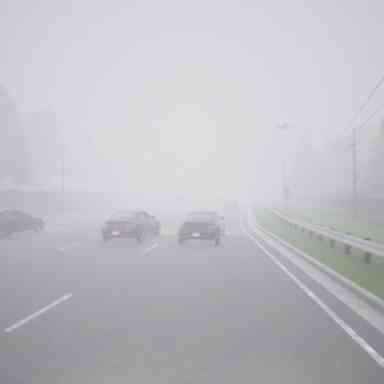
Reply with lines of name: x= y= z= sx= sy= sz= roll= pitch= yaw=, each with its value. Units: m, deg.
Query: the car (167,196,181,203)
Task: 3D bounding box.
car: x=-4.043 y=1.720 z=76.331 sx=2.033 sy=1.411 sz=5.357 roll=0 pitch=0 yaw=9

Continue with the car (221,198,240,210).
car: x=5.652 y=1.828 z=47.773 sx=1.895 sy=1.301 sz=4.718 roll=0 pitch=0 yaw=9

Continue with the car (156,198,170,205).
car: x=-5.695 y=1.846 z=66.042 sx=2.033 sy=1.411 sz=5.357 roll=0 pitch=0 yaw=9

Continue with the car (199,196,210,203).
car: x=2.868 y=1.660 z=75.222 sx=1.882 sy=1.535 sz=5.008 roll=0 pitch=0 yaw=9

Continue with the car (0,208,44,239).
car: x=-9.832 y=1.597 z=17.654 sx=1.812 sy=1.442 sz=4.674 roll=0 pitch=0 yaw=9

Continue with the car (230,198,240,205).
car: x=9.155 y=1.929 z=70.218 sx=1.895 sy=1.301 sz=4.718 roll=0 pitch=0 yaw=9

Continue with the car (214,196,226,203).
car: x=6.324 y=1.709 z=74.667 sx=2.128 sy=1.511 sz=4.902 roll=0 pitch=0 yaw=9

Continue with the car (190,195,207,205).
car: x=1.282 y=1.828 z=65.344 sx=1.812 sy=1.442 sz=4.674 roll=0 pitch=0 yaw=9

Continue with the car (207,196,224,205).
car: x=4.672 y=1.794 z=64.378 sx=2.128 sy=1.511 sz=4.902 roll=0 pitch=0 yaw=9

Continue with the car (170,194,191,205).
car: x=-2.234 y=1.522 z=65.519 sx=2.150 sy=2.045 sz=5.566 roll=0 pitch=0 yaw=9

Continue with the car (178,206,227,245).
car: x=0.536 y=1.601 z=15.989 sx=1.812 sy=1.442 sz=4.674 roll=0 pitch=0 yaw=9

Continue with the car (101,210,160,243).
car: x=-2.920 y=1.599 z=16.544 sx=1.812 sy=1.442 sz=4.674 roll=0 pitch=0 yaw=9
